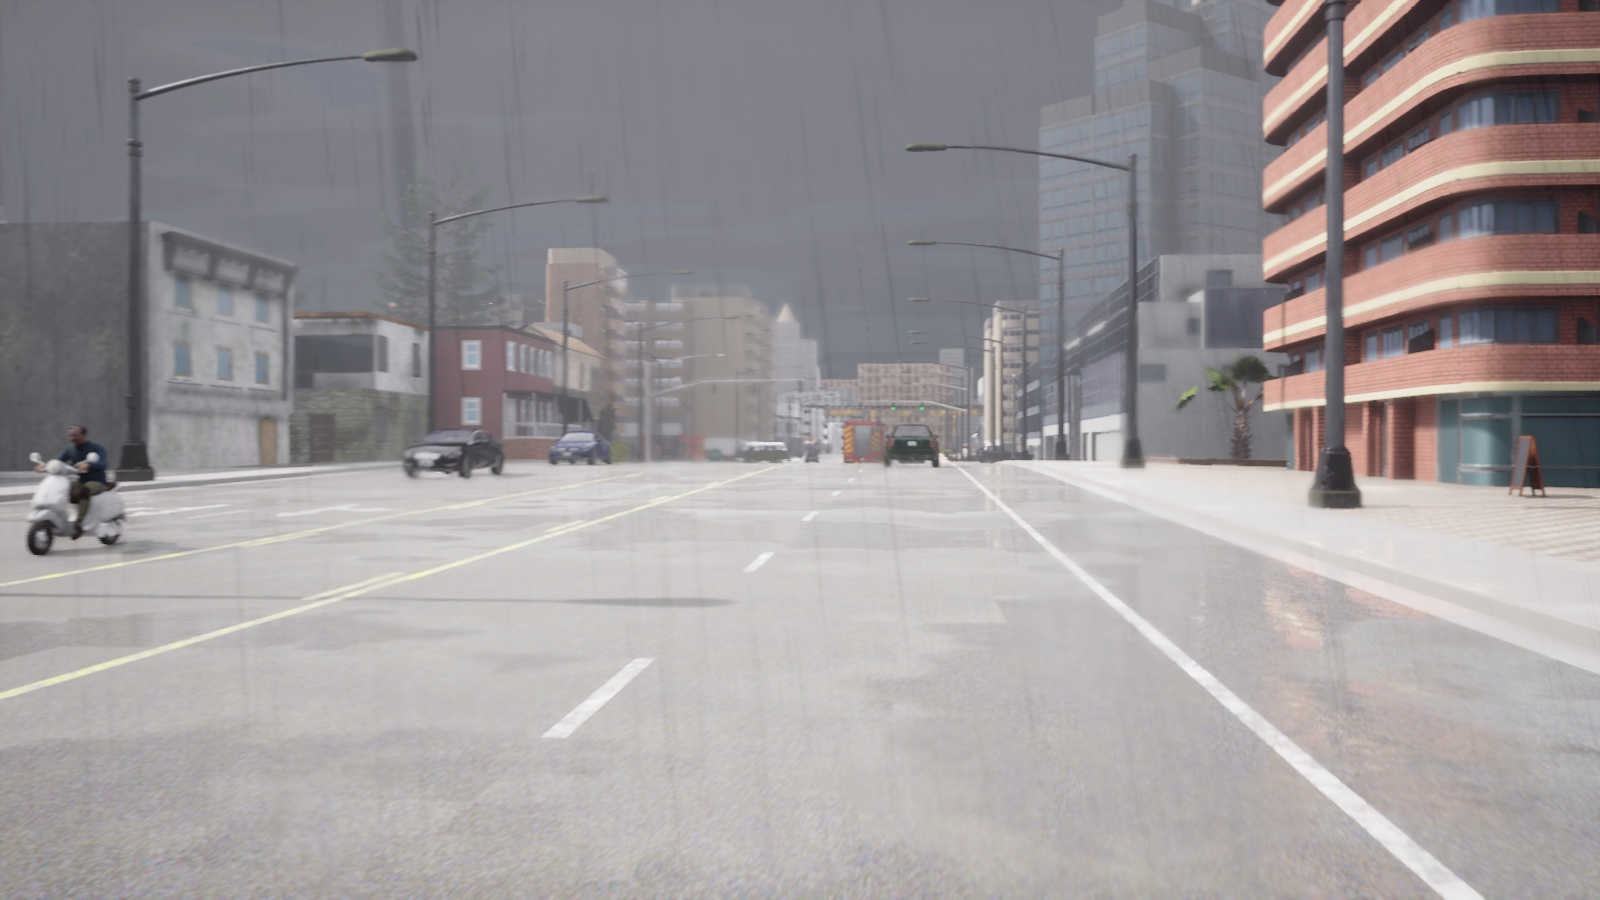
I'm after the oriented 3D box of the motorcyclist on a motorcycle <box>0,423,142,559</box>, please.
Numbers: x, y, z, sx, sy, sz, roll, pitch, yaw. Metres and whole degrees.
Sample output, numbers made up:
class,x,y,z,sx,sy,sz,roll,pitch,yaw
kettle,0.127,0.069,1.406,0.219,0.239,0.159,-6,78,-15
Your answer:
class,x,y,z,sx,sy,sz,roll,pitch,yaw
motorcyclist on a motorcycle,-9.180,0.468,15.677,0.866,1.590,1.817,0,1,5

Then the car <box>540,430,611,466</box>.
class,x,y,z,sx,sy,sz,roll,pitch,yaw
car,-9.462,-0.095,53.321,1.812,1.442,4.674,0,0,5

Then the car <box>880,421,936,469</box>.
class,x,y,z,sx,sy,sz,roll,pitch,yaw
car,4.246,-0.209,49.311,2.097,1.767,4.553,0,0,5

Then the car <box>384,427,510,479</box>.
class,x,y,z,sx,sy,sz,roll,pitch,yaw
car,-10.724,0.036,38.608,2.128,1.511,4.902,0,1,5

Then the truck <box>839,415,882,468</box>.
class,x,y,z,sx,sy,sz,roll,pitch,yaw
truck,4.573,-0.568,94.067,2.891,3.827,8.468,0,0,5
